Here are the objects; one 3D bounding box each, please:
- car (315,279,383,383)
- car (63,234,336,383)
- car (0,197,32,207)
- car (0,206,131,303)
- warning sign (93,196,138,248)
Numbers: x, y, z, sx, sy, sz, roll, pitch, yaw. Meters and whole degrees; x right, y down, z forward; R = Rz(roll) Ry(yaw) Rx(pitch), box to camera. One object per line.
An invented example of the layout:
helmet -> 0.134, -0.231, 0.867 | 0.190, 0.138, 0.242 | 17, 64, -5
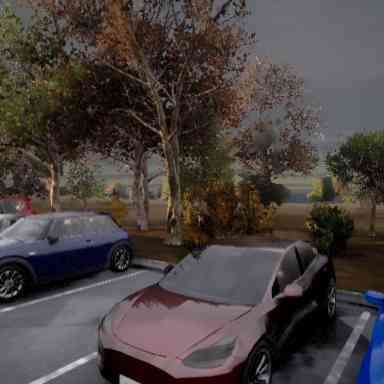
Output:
car -> 3.106, 1.463, 3.552 | 2.097, 1.535, 5.008 | 0, 0, 35
car -> 0.817, 1.494, 5.141 | 2.163, 1.488, 4.792 | 0, 0, 36
car -> -8.249, 1.212, 11.611 | 2.435, 2.045, 5.566 | 0, 0, 35
car -> -3.681, 1.339, 8.425 | 2.185, 1.767, 4.553 | 0, 0, 35
warning sign -> -2.985, 1.101, 13.003 | 1.060, 1.860, 1.300 | -1, 0, 35
